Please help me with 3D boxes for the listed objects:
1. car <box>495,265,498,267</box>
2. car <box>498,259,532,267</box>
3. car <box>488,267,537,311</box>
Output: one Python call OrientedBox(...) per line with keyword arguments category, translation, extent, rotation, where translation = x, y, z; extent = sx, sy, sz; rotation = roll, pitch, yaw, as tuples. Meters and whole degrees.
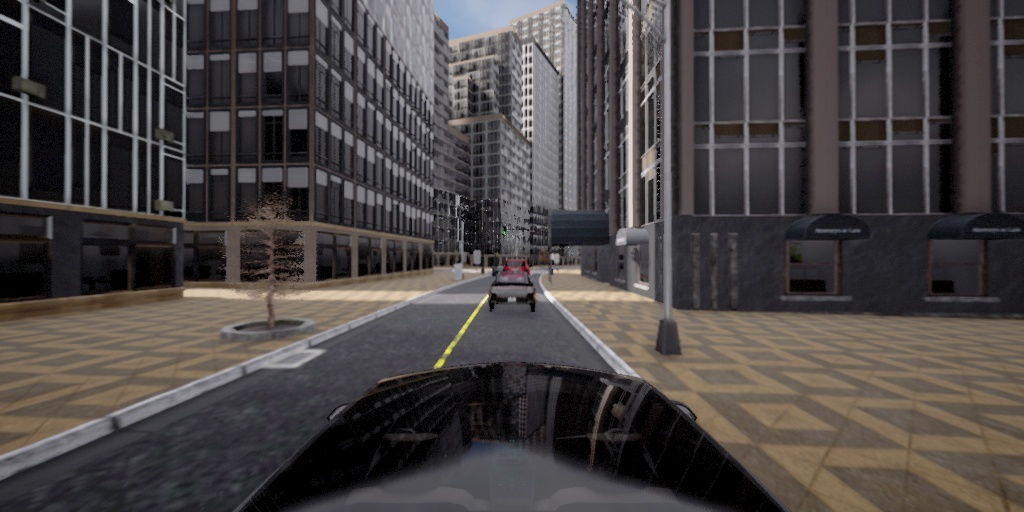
OrientedBox(category="car", translation=(-1.212, 1.739, 42.489), extent=(1.837, 1.490, 4.892), rotation=(0, -1, 7))
OrientedBox(category="car", translation=(0.429, 1.290, 29.358), extent=(2.150, 2.045, 5.566), rotation=(0, 0, 4))
OrientedBox(category="car", translation=(0.034, 1.388, 15.353), extent=(2.128, 1.511, 4.902), rotation=(0, -1, 1))
